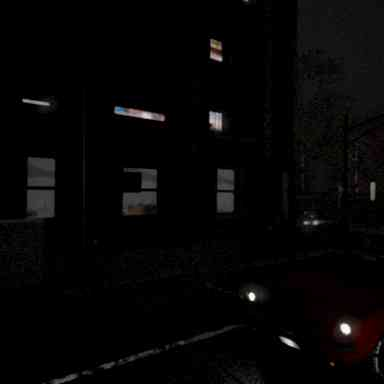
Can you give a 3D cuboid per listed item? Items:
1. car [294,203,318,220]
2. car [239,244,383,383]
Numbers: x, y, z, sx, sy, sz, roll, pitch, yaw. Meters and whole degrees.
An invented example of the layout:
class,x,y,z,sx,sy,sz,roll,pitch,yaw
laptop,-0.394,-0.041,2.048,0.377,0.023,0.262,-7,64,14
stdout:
class,x,y,z,sx,sy,sz,roll,pitch,yaw
car,7.599,1.421,27.478,2.033,1.411,5.357,1,1,-36
car,3.039,1.645,5.596,4.718,1.301,1.895,1,0,-36
